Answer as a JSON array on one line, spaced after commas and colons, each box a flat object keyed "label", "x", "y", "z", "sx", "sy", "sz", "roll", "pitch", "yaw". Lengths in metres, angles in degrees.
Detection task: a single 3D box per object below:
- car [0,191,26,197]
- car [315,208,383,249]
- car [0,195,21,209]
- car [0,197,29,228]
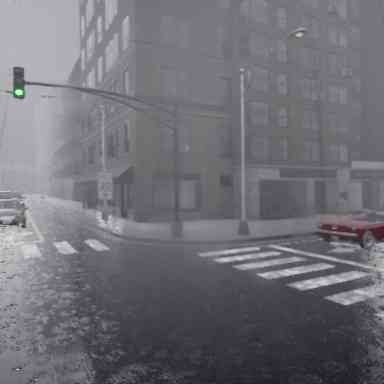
[{"label": "car", "x": -15.501, "y": 0.909, "z": 28.288, "sx": 2.150, "sy": 2.045, "sz": 5.566, "roll": -1, "pitch": 1, "yaw": -28}, {"label": "car", "x": 7.216, "y": 1.359, "z": 13.393, "sx": 4.718, "sy": 1.301, "sz": 1.895, "roll": -1, "pitch": 1, "yaw": -29}, {"label": "car", "x": -20.942, "y": 1.144, "z": 38.410, "sx": 1.994, "sy": 1.385, "sz": 4.181, "roll": -1, "pitch": 1, "yaw": -28}, {"label": "car", "x": -10.795, "y": 1.274, "z": 19.543, "sx": 2.128, "sy": 1.511, "sz": 4.902, "roll": -1, "pitch": 1, "yaw": -28}]
